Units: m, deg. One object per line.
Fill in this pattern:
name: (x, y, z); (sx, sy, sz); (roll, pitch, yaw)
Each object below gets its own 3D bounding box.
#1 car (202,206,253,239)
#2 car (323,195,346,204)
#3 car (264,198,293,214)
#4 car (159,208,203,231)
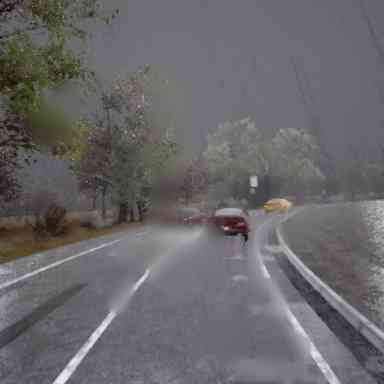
car: (2.081, 1.475, 17.315); (1.882, 1.535, 5.008); (-1, 0, 13)
car: (23.705, 1.300, 55.364); (4.181, 1.385, 1.994); (-2, -3, -36)
car: (8.977, 1.405, 34.381); (1.882, 1.535, 5.008); (-4, -1, 30)
car: (-0.468, 1.685, 21.340); (1.895, 1.301, 4.718); (-2, -1, 17)
